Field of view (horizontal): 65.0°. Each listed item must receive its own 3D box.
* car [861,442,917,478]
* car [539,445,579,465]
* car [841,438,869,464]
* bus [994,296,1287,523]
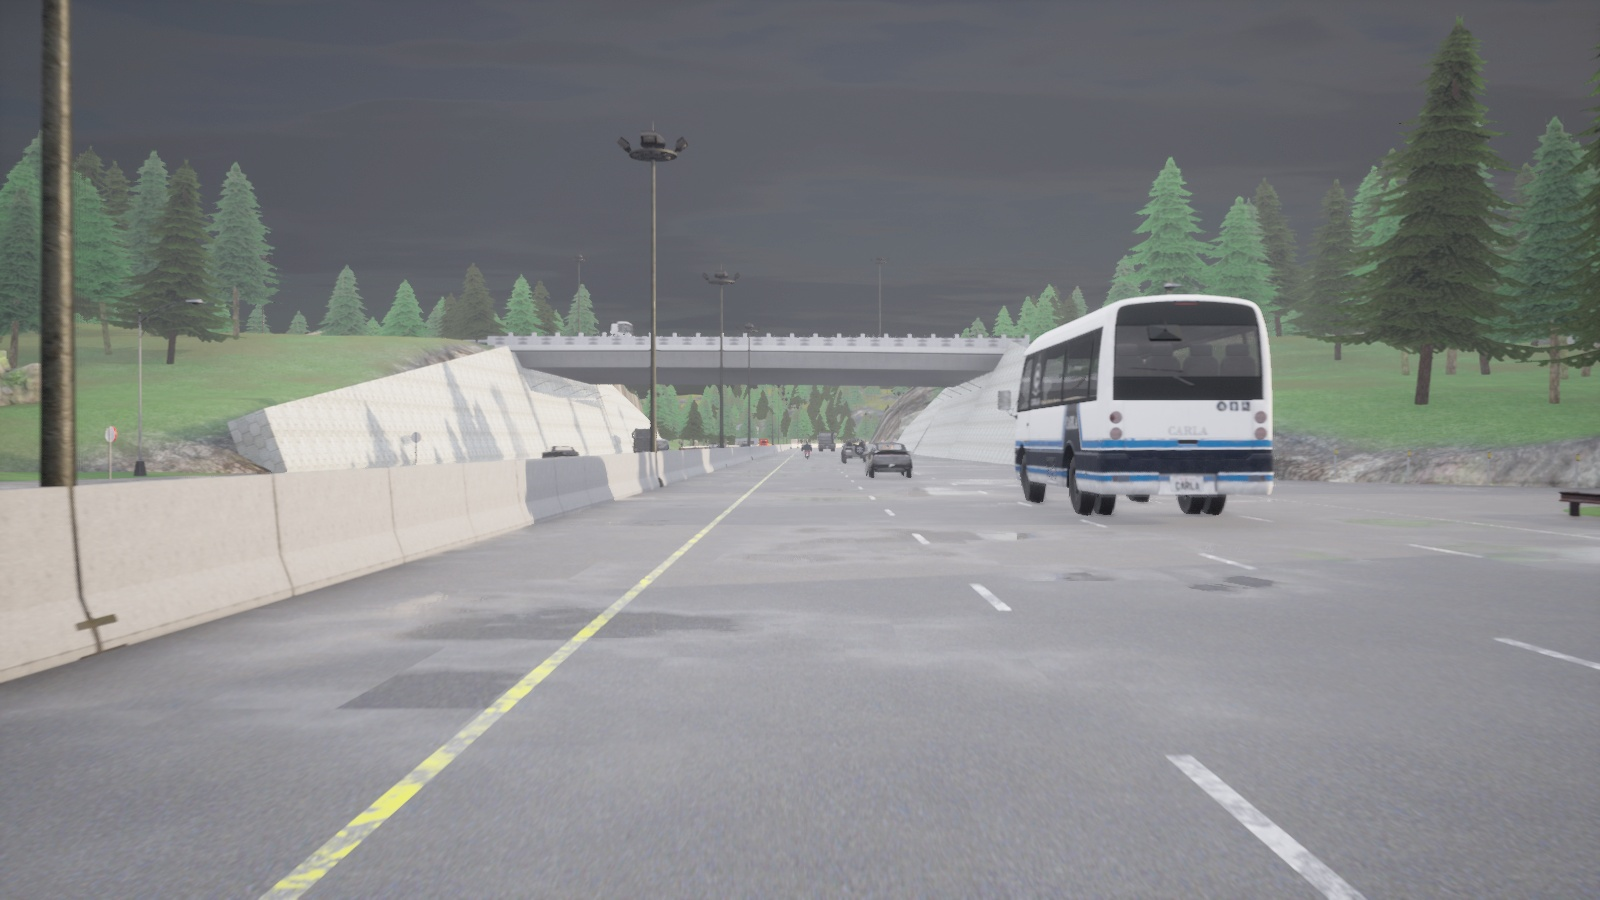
[{"bbox_3d":[3.827,0.396,54.895,2.128,1.511,4.902,0,0,0],"label":"car"},{"bbox_3d":[-16.981,0.333,88.719,1.895,1.301,4.718,0,0,0],"label":"car"},{"bbox_3d":[4.043,0.044,92.722,1.932,1.855,4.605,0,0,0],"label":"car"},{"bbox_3d":[7.180,-0.786,28.689,3.944,4.253,10.273,0,0,0],"label":"bus"}]
